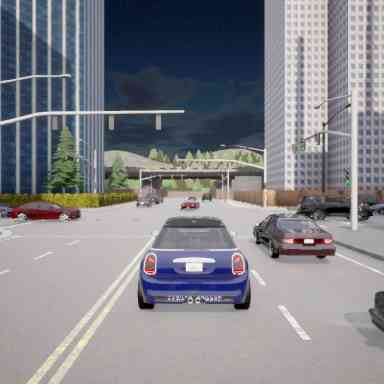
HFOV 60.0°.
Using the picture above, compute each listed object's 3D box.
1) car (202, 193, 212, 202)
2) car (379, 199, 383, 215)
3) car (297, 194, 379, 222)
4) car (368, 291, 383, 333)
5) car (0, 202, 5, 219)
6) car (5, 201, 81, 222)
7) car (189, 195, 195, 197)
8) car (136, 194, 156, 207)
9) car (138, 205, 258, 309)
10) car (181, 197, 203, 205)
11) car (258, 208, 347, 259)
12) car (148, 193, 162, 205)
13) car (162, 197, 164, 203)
[{"bbox_3d":[3.450,1.202,77.733,2.150,2.045,5.566,0,0,0],"label":"car"},{"bbox_3d":[19.999,1.526,33.089,4.674,1.442,1.812,0,0,0],"label":"car"},{"bbox_3d":[11.022,1.221,25.920,5.566,2.045,2.150,0,0,0],"label":"car"},{"bbox_3d":[3.599,1.547,2.573,2.033,1.411,5.357,0,0,0],"label":"car"},{"bbox_3d":[-17.104,1.564,29.023,4.181,1.385,1.994,0,0,-1],"label":"car"},{"bbox_3d":[-11.153,1.477,25.602,5.008,1.535,1.882,0,0,-1],"label":"car"},{"bbox_3d":[-0.050,1.501,77.701,1.812,1.442,4.674,0,0,0],"label":"car"},{"bbox_3d":[-7.127,1.491,49.781,2.128,1.511,4.902,0,0,0],"label":"car"},{"bbox_3d":[0.054,1.352,8.012,2.097,1.767,4.553,0,0,0],"label":"car"},{"bbox_3d":[-0.170,1.601,42.450,1.895,1.301,4.718,0,0,8],"label":"car"},{"bbox_3d":[3.602,1.547,12.641,2.033,1.411,5.357,0,0,1],"label":"car"},{"bbox_3d":[-7.110,1.221,59.648,2.150,2.045,5.566,0,0,0],"label":"car"},{"bbox_3d":[-7.045,1.552,69.514,1.994,1.385,4.181,0,0,0],"label":"car"}]
